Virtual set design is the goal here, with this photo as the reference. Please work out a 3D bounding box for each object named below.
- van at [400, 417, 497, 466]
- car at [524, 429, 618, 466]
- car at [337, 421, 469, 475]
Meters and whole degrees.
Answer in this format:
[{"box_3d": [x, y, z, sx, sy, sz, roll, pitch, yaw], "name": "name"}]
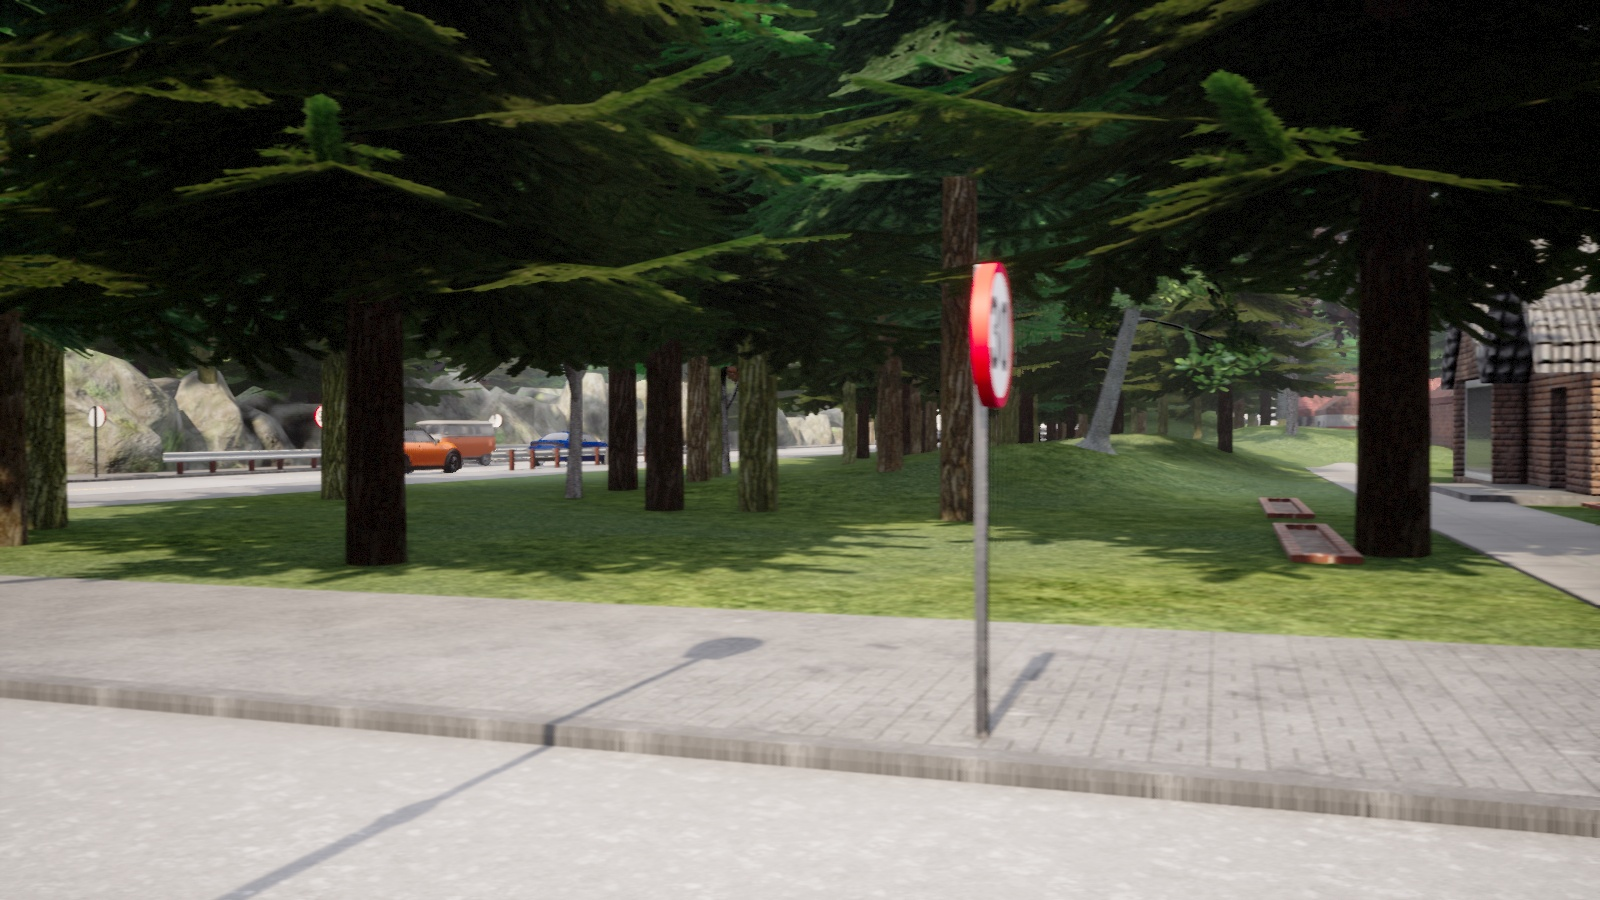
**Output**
[{"box_3d": [-14.820, -0.380, 53.215, 1.775, 1.987, 4.442, 1, 1, 18], "name": "van"}, {"box_3d": [-9.984, -0.160, 55.111, 1.882, 1.535, 5.008, 1, 1, 18], "name": "car"}, {"box_3d": [-13.737, -0.111, 43.741, 2.097, 1.767, 4.553, 1, 1, 18], "name": "car"}]
